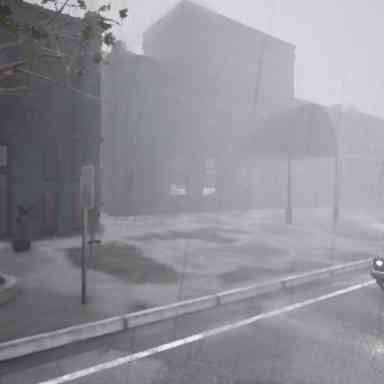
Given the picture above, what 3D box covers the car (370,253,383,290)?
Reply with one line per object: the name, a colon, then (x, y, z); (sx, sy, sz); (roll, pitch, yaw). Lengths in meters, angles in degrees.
car: (6.174, 1.605, 7.781); (4.718, 1.301, 1.895); (0, 0, -35)
